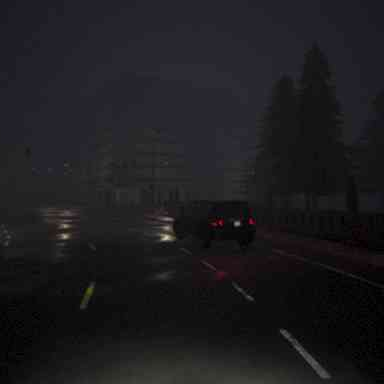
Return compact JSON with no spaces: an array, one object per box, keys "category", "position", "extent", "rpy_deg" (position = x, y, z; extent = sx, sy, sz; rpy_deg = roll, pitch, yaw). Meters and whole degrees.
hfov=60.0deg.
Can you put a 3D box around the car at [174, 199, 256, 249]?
[{"category":"car","position":[0.854,1.362,15.601],"extent":[2.150,2.045,5.566],"rpy_deg":[0,0,-20]}]

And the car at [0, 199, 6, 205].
[{"category":"car","position":[-45.449,2.302,79.102],"extent":[1.882,1.535,5.008],"rpy_deg":[0,-1,-32]}]

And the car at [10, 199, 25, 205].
[{"category":"car","position":[-42.911,2.359,81.655],"extent":[1.812,1.442,4.674],"rpy_deg":[0,-1,-32]}]

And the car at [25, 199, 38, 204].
[{"category":"car","position":[-39.932,2.399,83.492],"extent":[1.994,1.385,4.181],"rpy_deg":[0,-1,-32]}]
